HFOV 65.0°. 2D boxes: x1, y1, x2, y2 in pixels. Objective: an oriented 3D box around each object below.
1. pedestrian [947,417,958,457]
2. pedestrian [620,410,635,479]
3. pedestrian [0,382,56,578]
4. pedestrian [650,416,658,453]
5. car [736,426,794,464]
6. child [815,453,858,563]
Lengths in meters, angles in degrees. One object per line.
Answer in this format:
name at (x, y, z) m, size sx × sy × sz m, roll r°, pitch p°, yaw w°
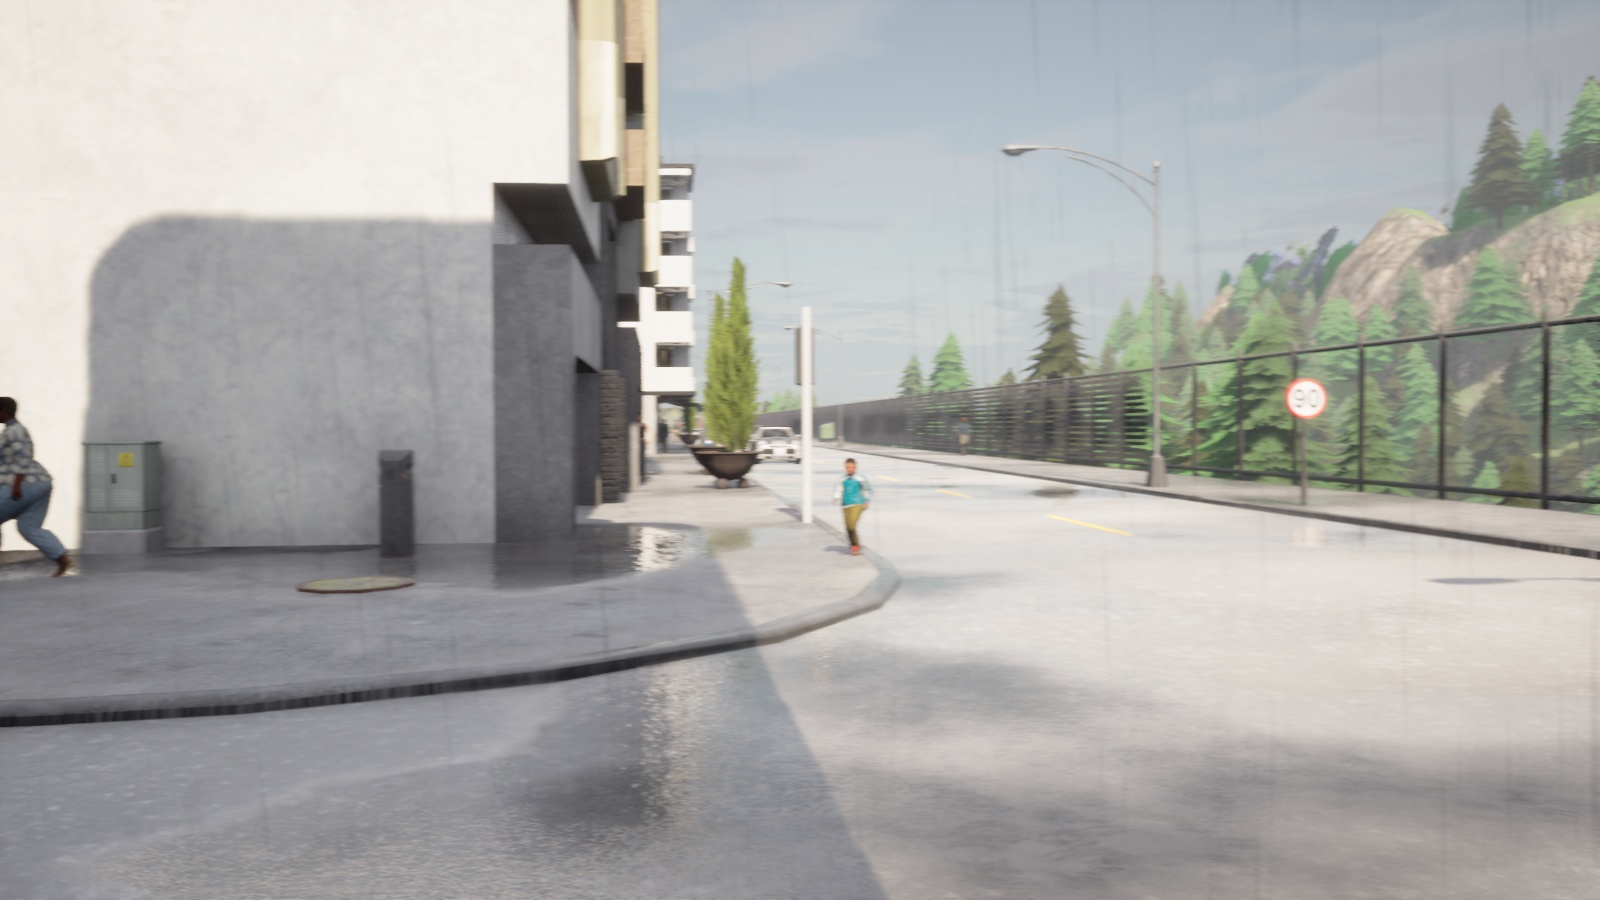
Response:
pedestrian at (6.960, -0.606, 57.292) m, size 0.370 × 1.835 × 0.726 m, roll 0°, pitch 1°, yaw -4°
pedestrian at (-4.597, -0.150, 33.473) m, size 0.345 × 1.836 × 0.594 m, roll 0°, pitch 1°, yaw -3°
pedestrian at (-7.902, 0.276, 12.241) m, size 0.900 × 1.855 × 0.874 m, roll 0°, pitch 1°, yaw -16°
pedestrian at (-7.831, -0.837, 67.209) m, size 0.423 × 1.949 × 0.788 m, roll 0°, pitch 1°, yaw -5°
car at (-1.448, -0.231, 50.479) m, size 1.970 × 1.475 × 3.806 m, roll 0°, pitch 1°, yaw -7°
child at (0.410, 0.631, 14.009) m, size 0.343 × 1.192 × 0.448 m, roll 1°, pitch 1°, yaw 23°
